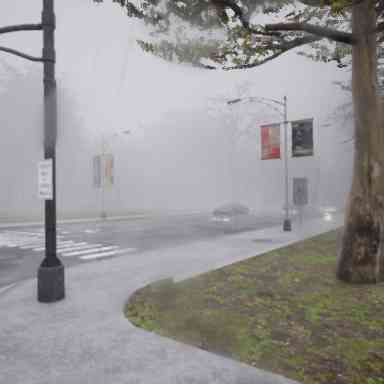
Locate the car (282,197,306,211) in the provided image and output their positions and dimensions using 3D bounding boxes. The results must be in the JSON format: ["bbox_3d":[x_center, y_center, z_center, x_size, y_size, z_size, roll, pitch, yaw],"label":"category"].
[{"bbox_3d":[15.673,1.818,50.822,2.150,2.045,5.566,-1,-1,36],"label":"car"}]

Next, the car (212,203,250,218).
[{"bbox_3d":[4.221,1.896,35.201,2.033,1.411,5.357,-1,-1,36],"label":"car"}]
